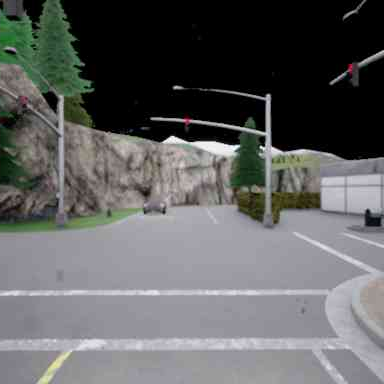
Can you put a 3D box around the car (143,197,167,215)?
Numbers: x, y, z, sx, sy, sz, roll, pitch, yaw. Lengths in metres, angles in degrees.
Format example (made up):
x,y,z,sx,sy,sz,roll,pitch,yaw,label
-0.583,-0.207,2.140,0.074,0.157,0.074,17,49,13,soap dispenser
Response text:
x,y,z,sx,sy,sz,roll,pitch,yaw,label
-3.635,1.264,33.209,2.097,1.767,4.553,0,0,-2,car
